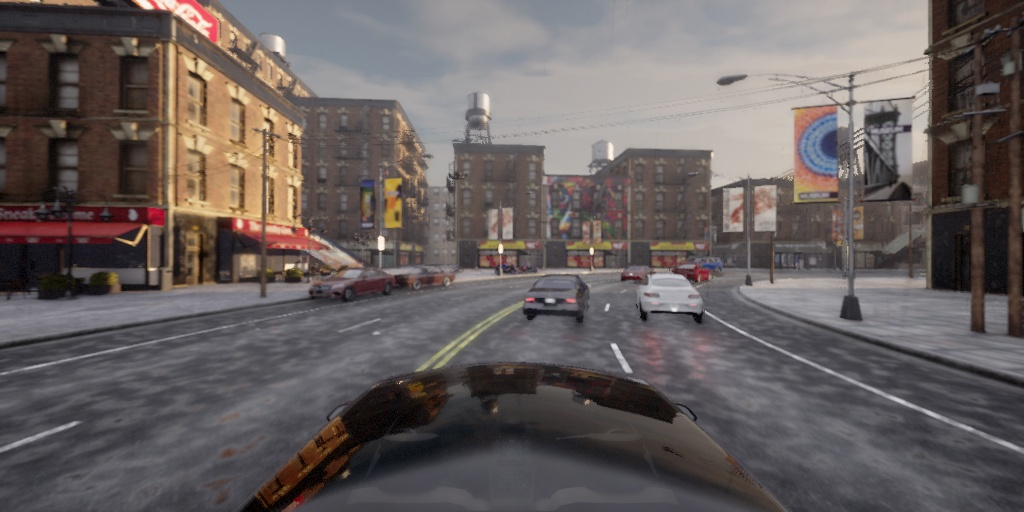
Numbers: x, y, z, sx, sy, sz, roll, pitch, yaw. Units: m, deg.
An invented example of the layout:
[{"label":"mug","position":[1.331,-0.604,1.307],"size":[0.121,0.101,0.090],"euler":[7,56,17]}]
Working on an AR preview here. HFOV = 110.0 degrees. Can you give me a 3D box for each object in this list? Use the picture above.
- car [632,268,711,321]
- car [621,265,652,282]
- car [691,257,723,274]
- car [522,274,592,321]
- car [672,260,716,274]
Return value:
[{"label":"car","position":[5.404,1.323,12.715],"size":[1.812,1.442,4.674],"euler":[0,0,16]},{"label":"car","position":[10.780,1.425,30.109],"size":[1.994,1.385,4.181],"euler":[0,0,40]},{"label":"car","position":[22.690,1.158,43.161],"size":[5.566,2.045,2.150],"euler":[0,-1,-21]},{"label":"car","position":[1.730,1.332,12.650],"size":[2.033,1.411,5.357],"euler":[0,0,15]},{"label":"car","position":[14.776,1.351,29.405],"size":[1.882,1.535,5.008],"euler":[0,0,43]}]
